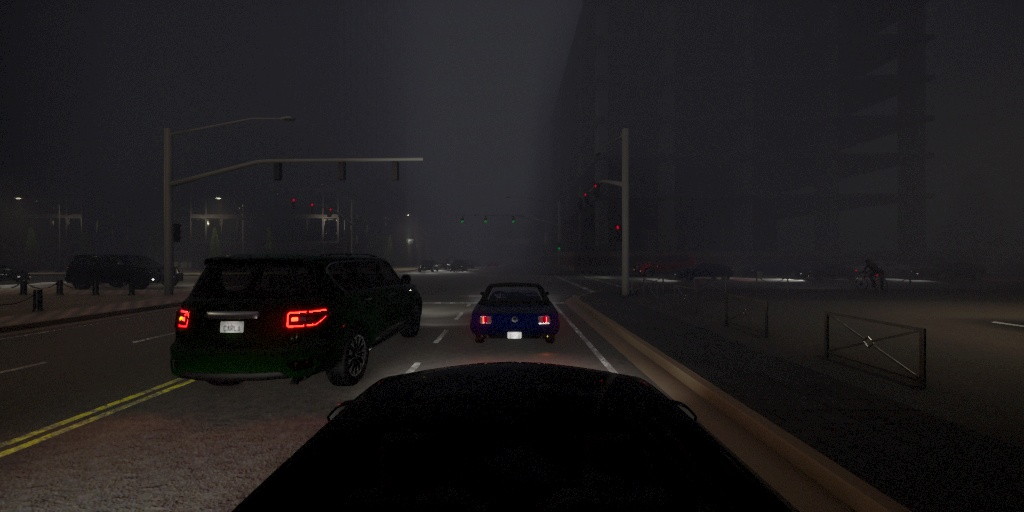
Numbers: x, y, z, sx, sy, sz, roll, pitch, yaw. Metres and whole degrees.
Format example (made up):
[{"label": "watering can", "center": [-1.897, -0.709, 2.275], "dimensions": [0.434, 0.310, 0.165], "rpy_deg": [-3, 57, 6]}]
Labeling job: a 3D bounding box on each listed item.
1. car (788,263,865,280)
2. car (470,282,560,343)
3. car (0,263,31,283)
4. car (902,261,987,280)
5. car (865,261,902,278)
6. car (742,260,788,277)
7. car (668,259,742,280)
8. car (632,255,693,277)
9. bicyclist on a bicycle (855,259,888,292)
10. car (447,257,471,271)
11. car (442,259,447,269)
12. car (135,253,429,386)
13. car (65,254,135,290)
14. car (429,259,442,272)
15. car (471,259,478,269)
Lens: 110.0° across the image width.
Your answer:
[{"label": "car", "center": [25.593, 1.259, 29.306], "dimensions": [4.181, 1.385, 1.994], "rpy_deg": [0, 0, 0]}, {"label": "car", "center": [0.073, 1.351, 9.635], "dimensions": [1.895, 1.301, 4.718], "rpy_deg": [0, 0, 0]}, {"label": "car", "center": [-36.935, 1.199, 25.116], "dimensions": [4.892, 1.490, 1.837], "rpy_deg": [0, 0, 1]}, {"label": "car", "center": [35.587, 1.199, 29.335], "dimensions": [4.892, 1.490, 1.837], "rpy_deg": [0, 0, 0]}, {"label": "car", "center": [33.633, 1.220, 32.830], "dimensions": [4.674, 1.442, 1.812], "rpy_deg": [0, 0, 0]}, {"label": "car", "center": [23.639, 1.172, 32.796], "dimensions": [5.008, 1.535, 1.882], "rpy_deg": [0, 0, -1]}, {"label": "car", "center": [15.629, 1.220, 29.243], "dimensions": [4.674, 1.442, 1.812], "rpy_deg": [0, 0, 0]}, {"label": "car", "center": [13.909, 0.917, 32.758], "dimensions": [5.566, 2.045, 2.150], "rpy_deg": [0, 0, 0]}, {"label": "bicyclist on a bicycle", "center": [18.317, 0.998, 18.292], "dimensions": [0.582, 1.620, 1.656], "rpy_deg": [0, 0, 0]}, {"label": "car", "center": [-7.136, 1.255, 48.517], "dimensions": [1.837, 1.490, 4.892], "rpy_deg": [0, 0, 0]}, {"label": "car", "center": [-10.634, 1.241, 55.236], "dimensions": [2.128, 1.511, 4.902], "rpy_deg": [0, 0, 0]}, {"label": "car", "center": [-3.443, 0.971, 7.116], "dimensions": [2.150, 2.045, 5.566], "rpy_deg": [0, 0, 0]}, {"label": "car", "center": [-23.233, 0.916, 21.592], "dimensions": [5.566, 2.045, 2.150], "rpy_deg": [0, 0, 0]}, {"label": "car", "center": [-10.636, 1.255, 45.893], "dimensions": [1.837, 1.490, 4.892], "rpy_deg": [0, 0, 0]}, {"label": "car", "center": [-7.130, 1.228, 57.975], "dimensions": [1.882, 1.535, 5.008], "rpy_deg": [0, 0, 0]}]
